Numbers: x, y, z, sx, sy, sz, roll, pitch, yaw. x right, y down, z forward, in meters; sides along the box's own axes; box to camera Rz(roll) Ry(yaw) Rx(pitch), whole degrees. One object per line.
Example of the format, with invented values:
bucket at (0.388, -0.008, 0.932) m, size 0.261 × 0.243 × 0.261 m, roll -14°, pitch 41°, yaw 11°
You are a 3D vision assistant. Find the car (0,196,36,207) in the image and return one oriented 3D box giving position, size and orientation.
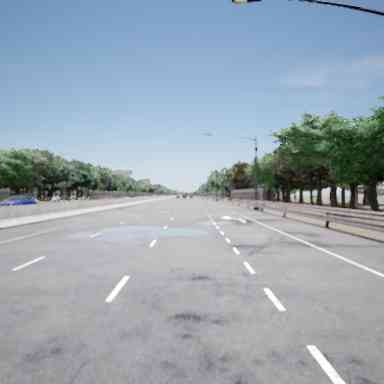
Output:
car at (-21.167, 1.459, 40.596) m, size 2.150 × 2.045 × 5.566 m, roll 0°, pitch 0°, yaw 0°

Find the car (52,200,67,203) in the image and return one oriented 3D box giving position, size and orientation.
car at (-17.670, 1.827, 44.511) m, size 1.994 × 1.385 × 4.181 m, roll 0°, pitch 0°, yaw 0°
